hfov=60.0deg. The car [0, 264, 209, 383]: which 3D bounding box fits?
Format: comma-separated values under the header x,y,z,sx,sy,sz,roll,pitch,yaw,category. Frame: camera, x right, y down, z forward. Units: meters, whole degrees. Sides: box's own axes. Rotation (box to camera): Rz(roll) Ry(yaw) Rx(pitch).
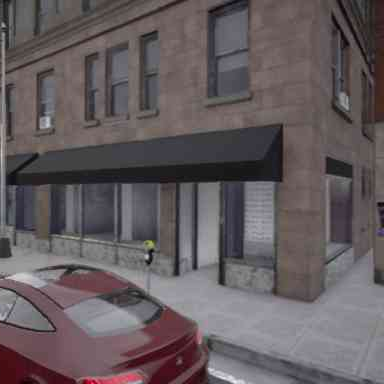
x,y,z,sx,sy,sz,roll,pitch,yaw,category
-1.772,1.572,4.063,4.206,1.307,1.802,0,0,35,car
